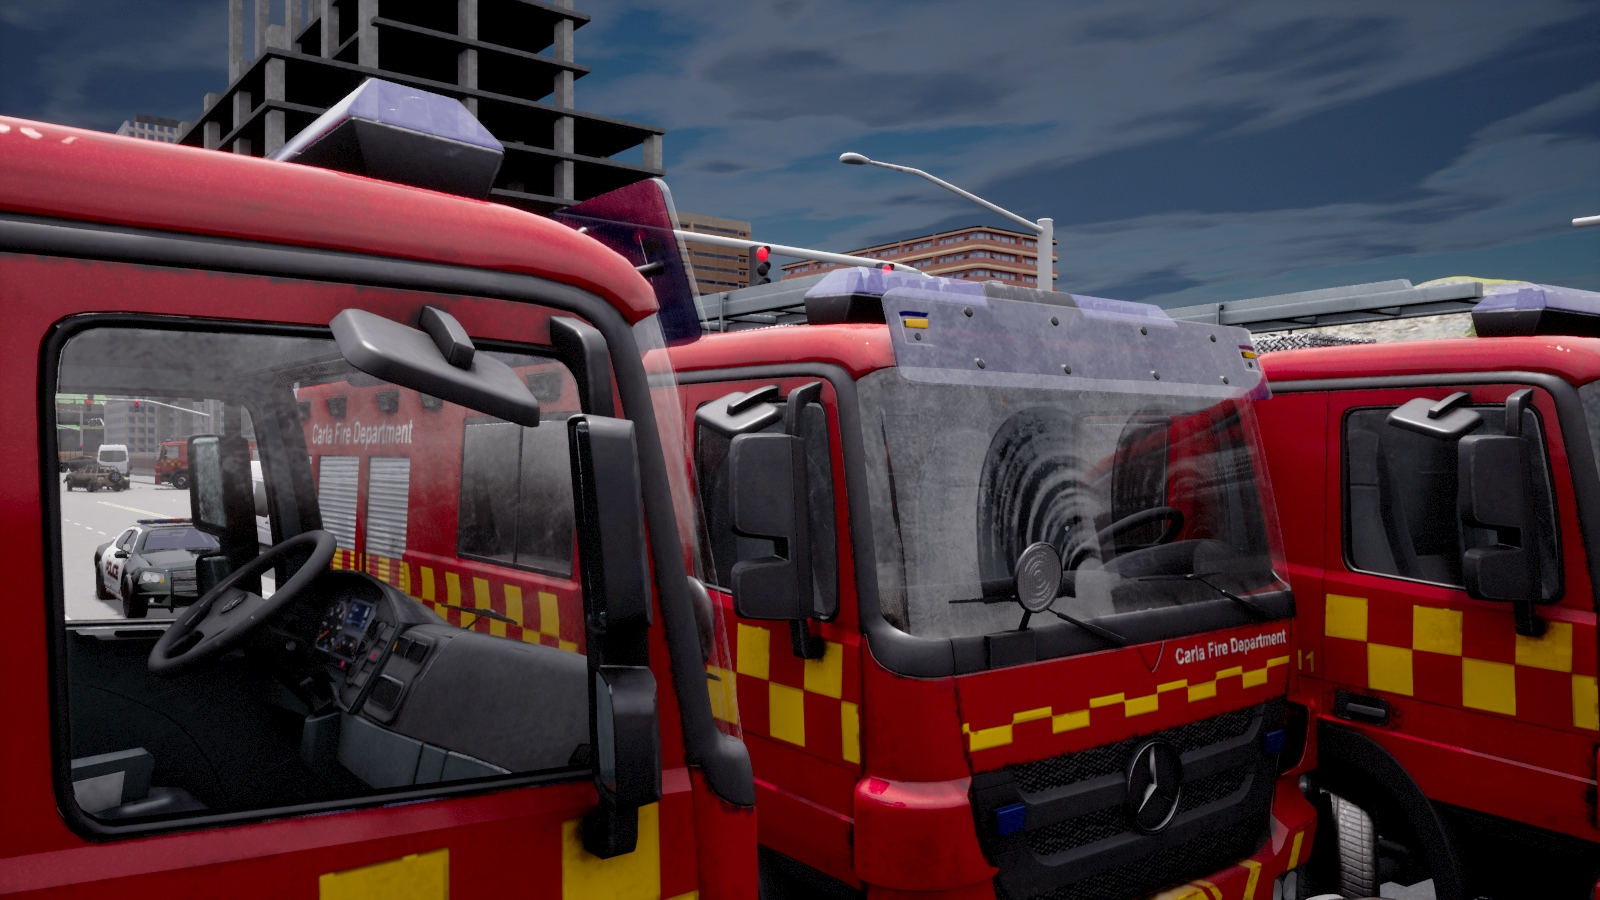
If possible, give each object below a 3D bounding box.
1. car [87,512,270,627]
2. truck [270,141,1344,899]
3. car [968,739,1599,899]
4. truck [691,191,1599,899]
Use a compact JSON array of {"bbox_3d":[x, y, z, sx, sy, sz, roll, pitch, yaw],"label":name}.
[{"bbox_3d":[-11.386,2.037,20.746,2.038,1.542,4.974,0,0,-39],"label":"car"},{"bbox_3d":[-1.099,0.890,8.003,2.891,3.827,8.468,0,0,-38],"label":"truck"},{"bbox_3d":[2.437,2.065,3.109,1.970,1.475,3.806,0,0,-30],"label":"car"},{"bbox_3d":[2.348,0.890,8.605,2.891,3.827,8.468,0,0,-31],"label":"truck"}]
